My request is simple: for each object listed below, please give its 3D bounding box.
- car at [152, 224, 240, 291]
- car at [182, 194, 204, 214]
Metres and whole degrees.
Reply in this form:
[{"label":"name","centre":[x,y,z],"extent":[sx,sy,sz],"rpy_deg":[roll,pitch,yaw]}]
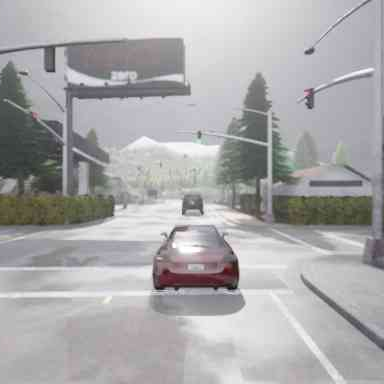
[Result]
[{"label":"car","centre":[0.073,1.547,8.996],"extent":[1.994,1.385,4.181],"rpy_deg":[0,0,0]},{"label":"car","centre":[0.091,1.173,35.380],"extent":[2.150,2.045,5.566],"rpy_deg":[0,1,1]}]
